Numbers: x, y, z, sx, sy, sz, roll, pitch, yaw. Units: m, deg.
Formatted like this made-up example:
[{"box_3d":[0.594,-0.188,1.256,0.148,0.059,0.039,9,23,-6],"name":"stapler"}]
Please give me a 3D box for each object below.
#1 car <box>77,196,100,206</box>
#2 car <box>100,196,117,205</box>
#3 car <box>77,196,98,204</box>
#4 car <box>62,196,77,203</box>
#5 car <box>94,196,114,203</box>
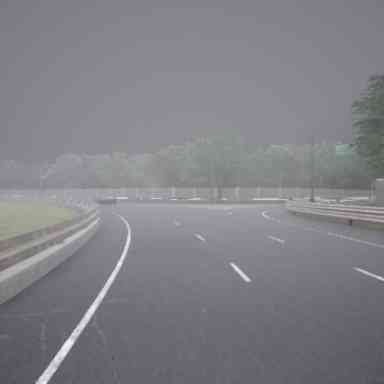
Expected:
[{"box_3d":[-18.077,1.659,58.005,1.994,1.385,4.181,0,0,-34],"name":"car"},{"box_3d":[-15.124,1.574,59.881,1.882,1.535,5.008,0,0,-34],"name":"car"},{"box_3d":[-21.348,1.596,68.075,2.033,1.411,5.357,0,0,-43],"name":"car"},{"box_3d":[-24.020,1.582,65.815,1.812,1.442,4.674,0,0,-43],"name":"car"},{"box_3d":[-18.676,1.579,70.335,2.128,1.511,4.902,0,0,-43],"name":"car"}]
